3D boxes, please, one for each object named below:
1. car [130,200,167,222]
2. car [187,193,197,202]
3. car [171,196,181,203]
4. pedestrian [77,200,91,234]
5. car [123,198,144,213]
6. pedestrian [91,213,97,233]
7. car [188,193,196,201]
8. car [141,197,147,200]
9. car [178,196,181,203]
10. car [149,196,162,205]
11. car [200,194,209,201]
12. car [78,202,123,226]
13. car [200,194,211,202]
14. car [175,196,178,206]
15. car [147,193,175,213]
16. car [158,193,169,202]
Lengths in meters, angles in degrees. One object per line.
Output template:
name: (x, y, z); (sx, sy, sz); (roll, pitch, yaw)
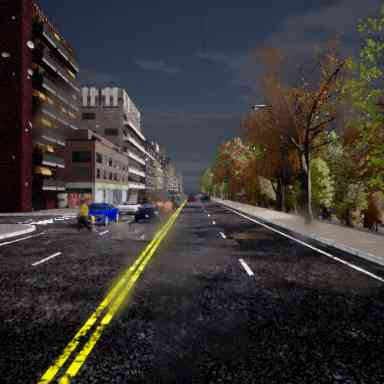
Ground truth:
car: (-3.371, 1.607, 26.670); (1.994, 1.385, 4.181); (0, 0, 0)
car: (-0.026, 1.487, 74.127); (1.882, 1.535, 5.008); (0, 0, 0)
car: (-3.282, 1.520, 68.546); (1.837, 1.490, 4.892); (0, 0, 0)
pedestrian: (-5.766, 1.294, 17.795); (0.375, 1.860, 0.375); (0, 0, 0)
car: (-6.610, 1.649, 34.764); (1.895, 1.301, 4.718); (0, 1, 0)
pedestrian: (-5.479, 1.674, 18.397); (0.500, 1.100, 0.500); (0, 0, 0)
car: (-0.030, 1.159, 84.574); (2.150, 2.045, 5.566); (0, 0, 0)
car: (-6.620, 1.508, 45.514); (1.837, 1.490, 4.892); (0, 0, 0)
car: (-3.358, 1.360, 54.010); (2.097, 1.767, 4.553); (0, 0, 0)
car: (-6.586, 1.488, 60.928); (1.882, 1.535, 5.008); (0, 0, 0)
car: (3.220, 1.289, 84.515); (2.097, 1.767, 4.553); (0, 0, 0)
car: (-6.620, 1.531, 23.900); (1.882, 1.535, 5.008); (0, 0, 0)
car: (3.224, 1.509, 74.129); (1.837, 1.490, 4.892); (0, 0, 0)
car: (-3.361, 1.568, 45.494); (1.994, 1.385, 4.181); (0, 0, 1)
car: (-3.369, 1.376, 36.889); (2.097, 1.767, 4.553); (0, 0, 0)
car: (-6.528, 1.219, 76.439); (2.150, 2.045, 5.566); (0, 0, 0)
